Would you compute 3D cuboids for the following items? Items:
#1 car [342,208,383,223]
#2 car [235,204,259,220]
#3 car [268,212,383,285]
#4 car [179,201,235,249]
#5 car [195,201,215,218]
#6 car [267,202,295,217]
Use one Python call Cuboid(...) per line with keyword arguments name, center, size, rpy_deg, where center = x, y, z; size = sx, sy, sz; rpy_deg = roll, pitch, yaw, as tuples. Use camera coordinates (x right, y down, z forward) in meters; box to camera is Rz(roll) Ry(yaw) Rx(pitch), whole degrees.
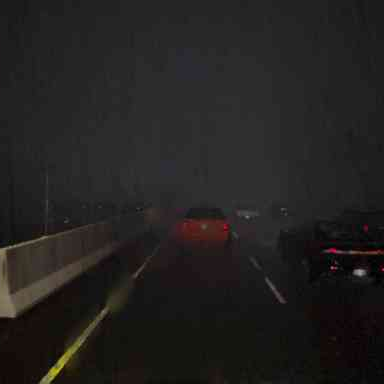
Cuboid(name="car", center=(7.592, 1.531, 14.889), size=(2.097, 1.767, 4.553), rpy_deg=(1, 0, 2))
Cuboid(name="car", center=(4.693, 1.765, 29.716), size=(1.895, 1.301, 4.718), rpy_deg=(1, 0, 2))
Cuboid(name="car", center=(3.870, 1.590, 9.862), size=(2.128, 1.511, 4.902), rpy_deg=(1, 0, 3))
Cuboid(name="car", center=(0.598, 1.402, 15.174), size=(2.097, 1.767, 4.553), rpy_deg=(1, 0, 2))
Cuboid(name="car", center=(1.298, 1.634, 32.483), size=(1.812, 1.442, 4.674), rpy_deg=(1, 0, 2))
Cuboid(name="car", center=(8.258, 1.725, 31.172), size=(2.128, 1.511, 4.902), rpy_deg=(1, 0, 2))
